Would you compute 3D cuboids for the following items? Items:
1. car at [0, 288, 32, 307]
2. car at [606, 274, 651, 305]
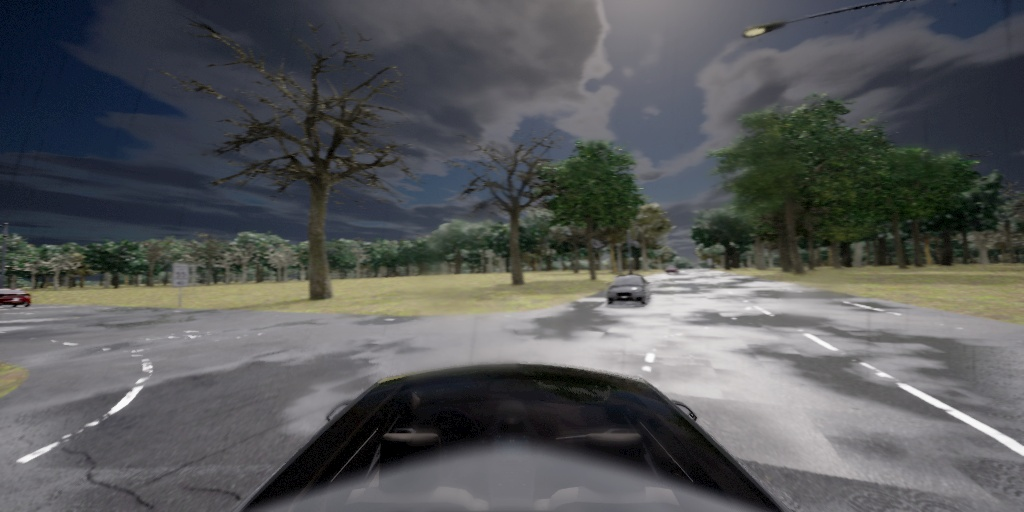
[{"bbox_3d":[-40.553,3.368,28.657,5.008,1.535,1.882,-3,-4,24],"label":"car"},{"bbox_3d":[6.274,1.735,19.132,1.837,1.490,4.892,-4,-3,24],"label":"car"}]
